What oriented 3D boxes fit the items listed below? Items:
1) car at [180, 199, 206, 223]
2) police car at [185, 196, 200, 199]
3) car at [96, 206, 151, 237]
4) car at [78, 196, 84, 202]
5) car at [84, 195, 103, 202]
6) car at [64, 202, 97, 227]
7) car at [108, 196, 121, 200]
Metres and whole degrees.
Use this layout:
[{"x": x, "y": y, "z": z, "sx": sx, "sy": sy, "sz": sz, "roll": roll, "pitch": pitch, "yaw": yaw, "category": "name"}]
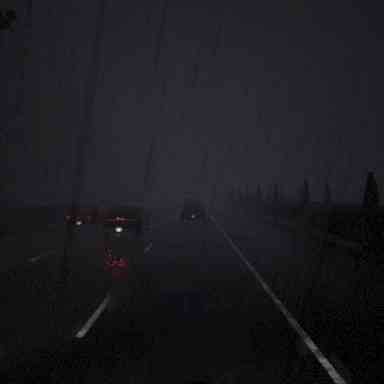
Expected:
[{"x": 0.083, "y": 1.510, "z": 25.537, "sx": 1.812, "sy": 1.442, "sz": 4.674, "roll": 0, "pitch": 0, "yaw": 0, "category": "car"}, {"x": 0.080, "y": 1.399, "z": 42.890, "sx": 1.930, "sy": 1.638, "sz": 5.238, "roll": 0, "pitch": 0, "yaw": 0, "category": "police car"}, {"x": -3.408, "y": 1.494, "z": 17.911, "sx": 1.837, "sy": 1.490, "sz": 4.892, "roll": 0, "pitch": 0, "yaw": 0, "category": "car"}, {"x": -21.028, "y": 1.440, "z": 66.155, "sx": 1.882, "sy": 1.535, "sz": 5.008, "roll": 0, "pitch": 0, "yaw": 0, "category": "car"}, {"x": -17.554, "y": 1.469, "z": 60.503, "sx": 1.837, "sy": 1.490, "sz": 4.892, "roll": 0, "pitch": 0, "yaw": 1, "category": "car"}, {"x": -6.909, "y": 1.588, "z": 22.550, "sx": 1.895, "sy": 1.301, "sz": 4.718, "roll": 0, "pitch": 0, "yaw": 0, "category": "car"}, {"x": -14.048, "y": 1.512, "z": 60.574, "sx": 2.033, "sy": 1.411, "sz": 5.357, "roll": 0, "pitch": 0, "yaw": 1, "category": "car"}]
